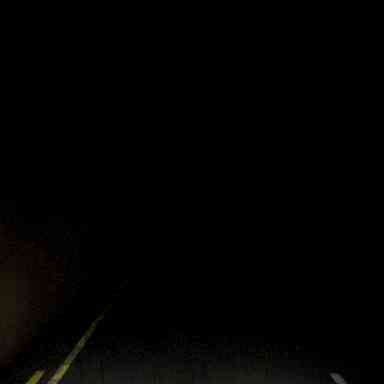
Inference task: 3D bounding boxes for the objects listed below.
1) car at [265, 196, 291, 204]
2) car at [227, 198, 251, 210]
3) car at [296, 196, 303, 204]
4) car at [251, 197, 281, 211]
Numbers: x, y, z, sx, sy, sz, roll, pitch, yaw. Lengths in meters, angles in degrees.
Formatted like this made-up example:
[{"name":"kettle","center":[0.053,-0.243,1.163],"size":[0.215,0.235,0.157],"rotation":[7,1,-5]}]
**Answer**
[{"name":"car","center":[16.440,1.522,63.486],"size":[4.718,1.301,1.895],"rotation":[0,0,-26]},{"name":"car","center":[6.001,1.475,41.429],"size":[1.812,1.442,4.674],"rotation":[0,0,33]},{"name":"car","center":[17.938,1.429,60.265],"size":[4.892,1.490,1.837],"rotation":[0,0,-26]},{"name":"car","center":[9.204,1.514,39.933],"size":[1.994,1.385,4.181],"rotation":[0,0,34]}]
